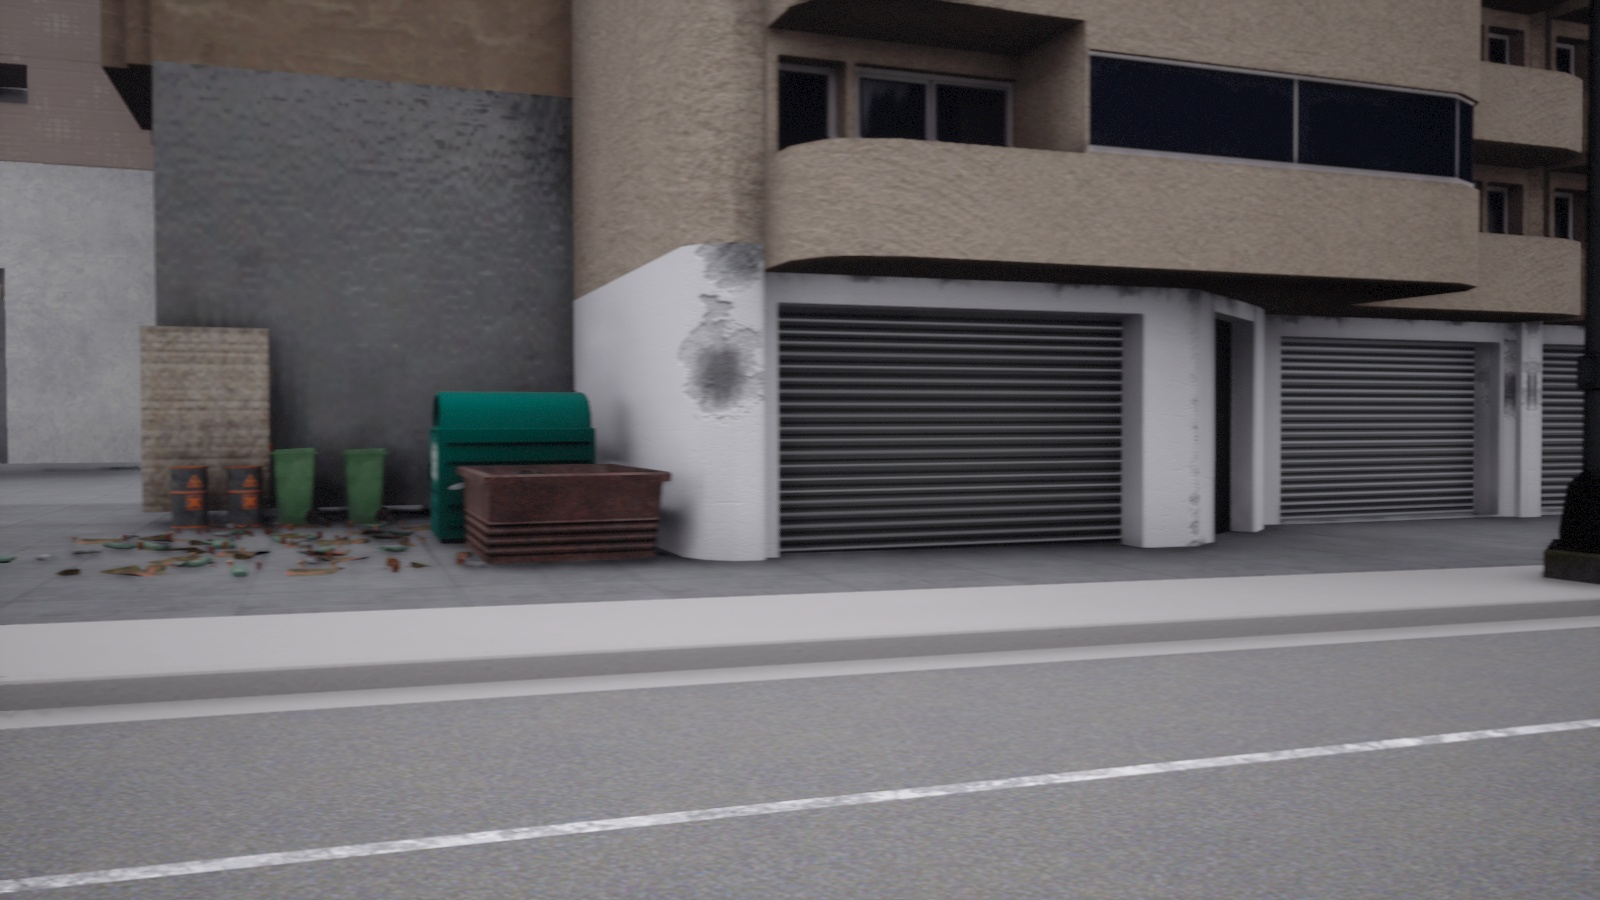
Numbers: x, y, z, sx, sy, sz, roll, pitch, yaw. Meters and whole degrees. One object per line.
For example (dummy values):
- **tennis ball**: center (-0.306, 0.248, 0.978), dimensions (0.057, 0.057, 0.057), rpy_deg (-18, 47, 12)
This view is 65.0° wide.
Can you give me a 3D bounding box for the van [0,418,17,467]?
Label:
- **van**: center (-34.674, -0.253, 51.069), dimensions (4.442, 1.987, 1.775), rpy_deg (-2, 1, -21)
